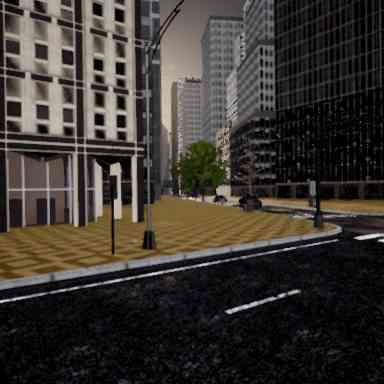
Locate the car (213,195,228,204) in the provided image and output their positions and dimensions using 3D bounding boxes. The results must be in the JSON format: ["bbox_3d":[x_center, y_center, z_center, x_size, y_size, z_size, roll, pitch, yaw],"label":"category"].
[{"bbox_3d":[4.958,1.251,58.506,1.812,1.442,4.674,-1,0,-7],"label":"car"}]

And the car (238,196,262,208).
[{"bbox_3d":[7.159,1.207,41.188,1.882,1.535,5.008,-1,0,-7],"label":"car"}]
